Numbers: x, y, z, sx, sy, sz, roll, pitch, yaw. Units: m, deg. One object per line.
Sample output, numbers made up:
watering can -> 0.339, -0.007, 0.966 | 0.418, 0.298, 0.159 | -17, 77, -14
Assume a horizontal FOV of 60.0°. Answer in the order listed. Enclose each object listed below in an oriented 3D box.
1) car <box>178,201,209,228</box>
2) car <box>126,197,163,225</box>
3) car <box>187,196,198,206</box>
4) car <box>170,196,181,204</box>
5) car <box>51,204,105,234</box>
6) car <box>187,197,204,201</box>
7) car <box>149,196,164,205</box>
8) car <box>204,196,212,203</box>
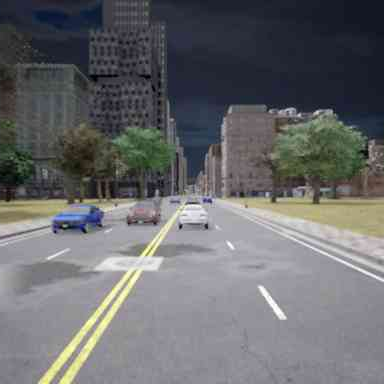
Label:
car -> 0.104, 1.551, 22.232 | 1.812, 1.442, 4.674 | 0, 0, 0
car -> -3.344, 1.380, 23.882 | 2.097, 1.767, 4.553 | 0, 0, 0
car -> 0.109, 1.581, 59.208 | 1.882, 1.535, 5.008 | 0, 0, 0
car -> -3.254, 1.595, 64.679 | 1.882, 1.535, 5.008 | 0, 0, 0
car -> -6.596, 1.500, 19.760 | 1.882, 1.535, 5.008 | 0, 0, 0
car -> 0.106, 1.562, 40.288 | 1.837, 1.490, 4.892 | 0, 0, 0
car -> -6.517, 1.603, 61.701 | 2.128, 1.511, 4.902 | 0, 0, 1
car -> 3.261, 1.617, 72.267 | 1.882, 1.535, 5.008 | 0, 0, 0
